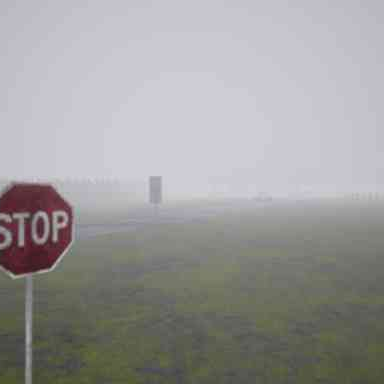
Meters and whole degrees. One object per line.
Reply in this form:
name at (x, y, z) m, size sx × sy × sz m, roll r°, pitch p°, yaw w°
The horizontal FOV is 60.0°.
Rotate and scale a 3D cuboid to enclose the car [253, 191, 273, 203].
car at (11.315, 0.759, 53.177) m, size 2.097 × 1.767 × 4.553 m, roll 0°, pitch 1°, yaw 30°
